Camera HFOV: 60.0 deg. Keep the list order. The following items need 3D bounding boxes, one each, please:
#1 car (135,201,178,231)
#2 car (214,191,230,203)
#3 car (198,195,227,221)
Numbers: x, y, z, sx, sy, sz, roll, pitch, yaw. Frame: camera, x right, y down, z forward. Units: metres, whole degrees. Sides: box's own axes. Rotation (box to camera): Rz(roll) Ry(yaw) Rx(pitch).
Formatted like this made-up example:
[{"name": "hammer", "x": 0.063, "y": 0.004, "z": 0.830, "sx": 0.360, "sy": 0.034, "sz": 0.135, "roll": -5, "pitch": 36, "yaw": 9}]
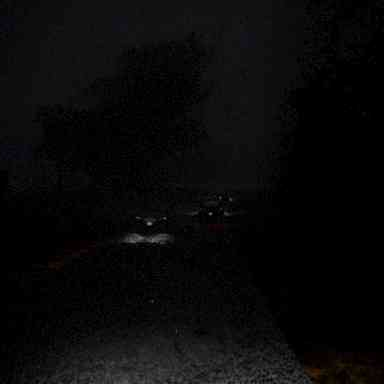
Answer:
[{"name": "car", "x": -1.972, "y": 1.305, "z": 19.381, "sx": 2.128, "sy": 1.511, "sz": 4.902, "roll": 1, "pitch": 1, "yaw": 5}, {"name": "car", "x": 3.656, "y": 0.523, "z": 41.468, "sx": 1.994, "sy": 1.385, "sz": 4.181, "roll": 1, "pitch": 3, "yaw": 9}, {"name": "car", "x": 1.450, "y": 1.221, "z": 24.520, "sx": 1.812, "sy": 1.442, "sz": 4.674, "roll": 0, "pitch": 2, "yaw": 5}]
